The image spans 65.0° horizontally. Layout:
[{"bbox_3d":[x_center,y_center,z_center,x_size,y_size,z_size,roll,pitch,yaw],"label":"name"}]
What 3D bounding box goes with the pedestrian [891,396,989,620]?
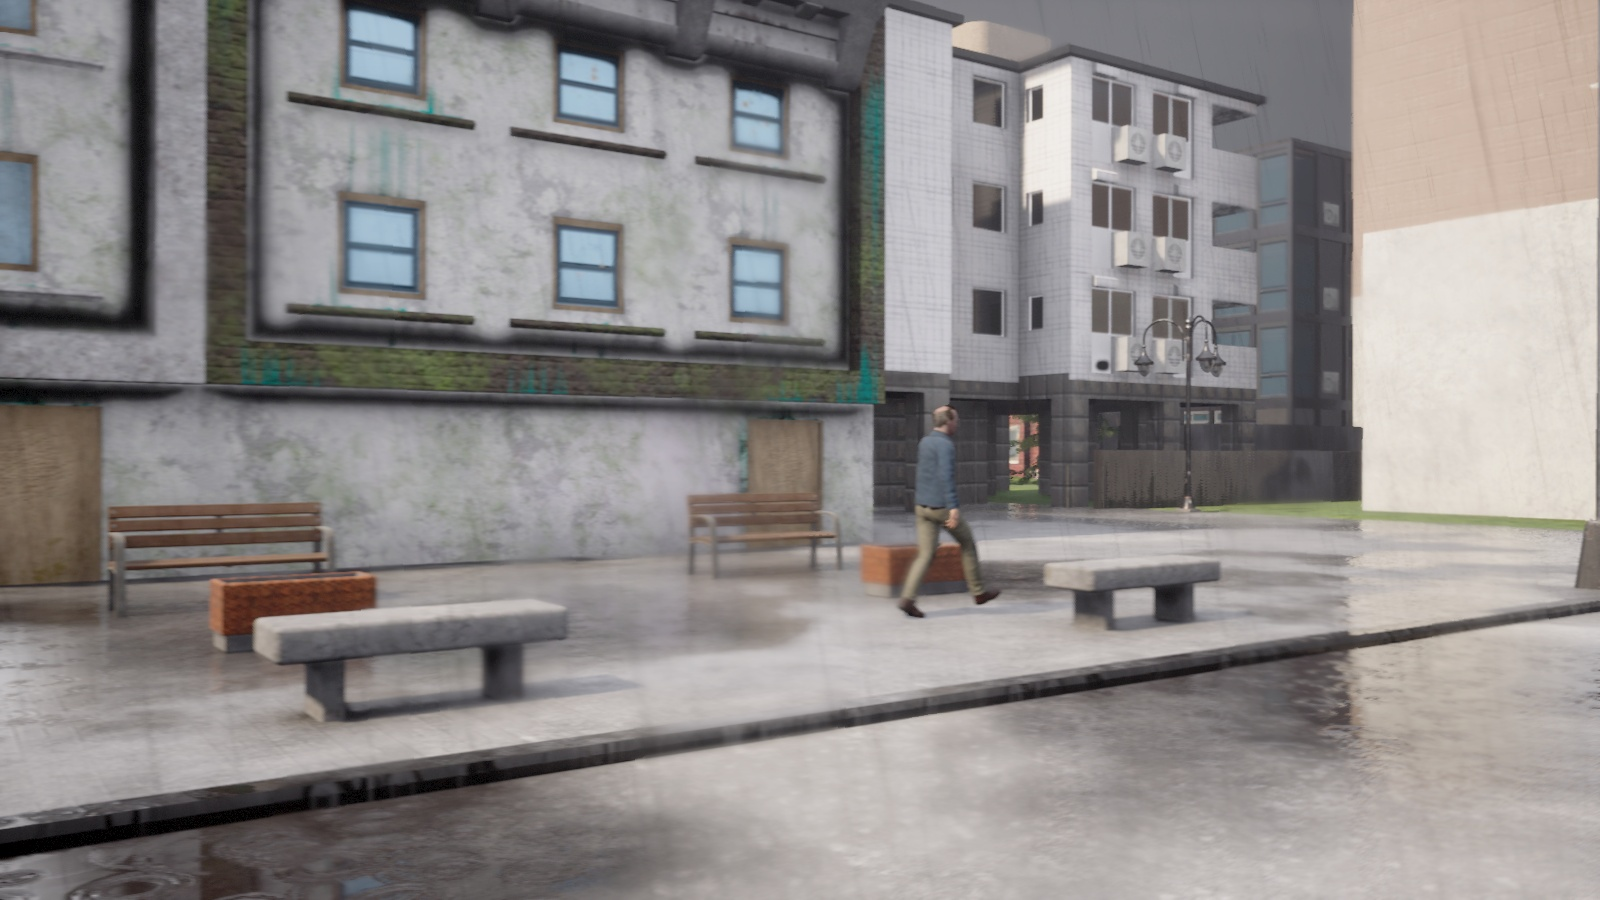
[{"bbox_3d":[1.189,0.478,10.653,0.726,1.842,0.402,0,0,-28],"label":"pedestrian"}]
